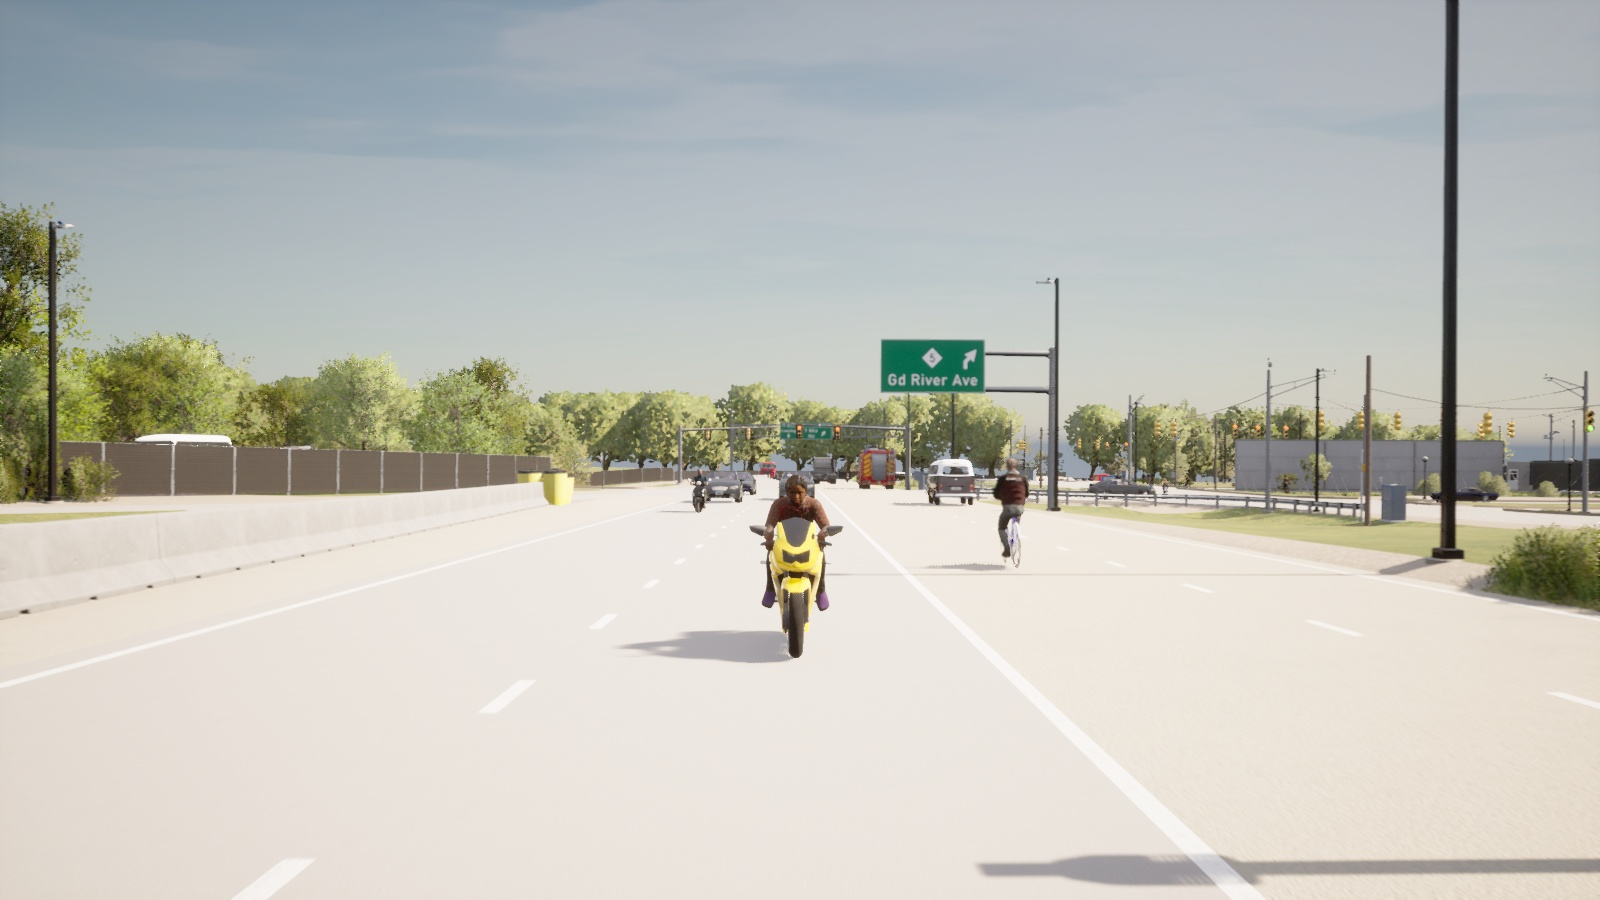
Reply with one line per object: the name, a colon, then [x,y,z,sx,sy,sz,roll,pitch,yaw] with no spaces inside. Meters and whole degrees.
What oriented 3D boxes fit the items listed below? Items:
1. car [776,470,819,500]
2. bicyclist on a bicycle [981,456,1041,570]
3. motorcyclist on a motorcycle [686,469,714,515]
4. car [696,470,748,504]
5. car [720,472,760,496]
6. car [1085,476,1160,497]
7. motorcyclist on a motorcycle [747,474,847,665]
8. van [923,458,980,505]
car: [-0.150,1.779,64.726,2.128,1.511,4.902,0,-1,0]
bicyclist on a bicycle: [3.451,1.001,20.659,0.659,1.776,1.843,0,-1,0]
motorcyclist on a motorcycle: [-3.605,1.496,45.277,0.866,1.590,1.817,0,-1,0]
car: [-3.638,1.710,59.251,2.128,1.511,4.902,0,-1,0]
car: [-3.615,2.067,76.619,2.033,1.411,5.357,0,-1,1]
car: [23.577,2.652,92.006,4.902,1.511,2.128,0,-1,-2]
motorcyclist on a motorcycle: [-0.026,0.978,11.113,0.797,1.523,2.044,0,-1,0]
van: [6.865,1.406,57.359,2.069,2.038,4.480,0,-1,0]
